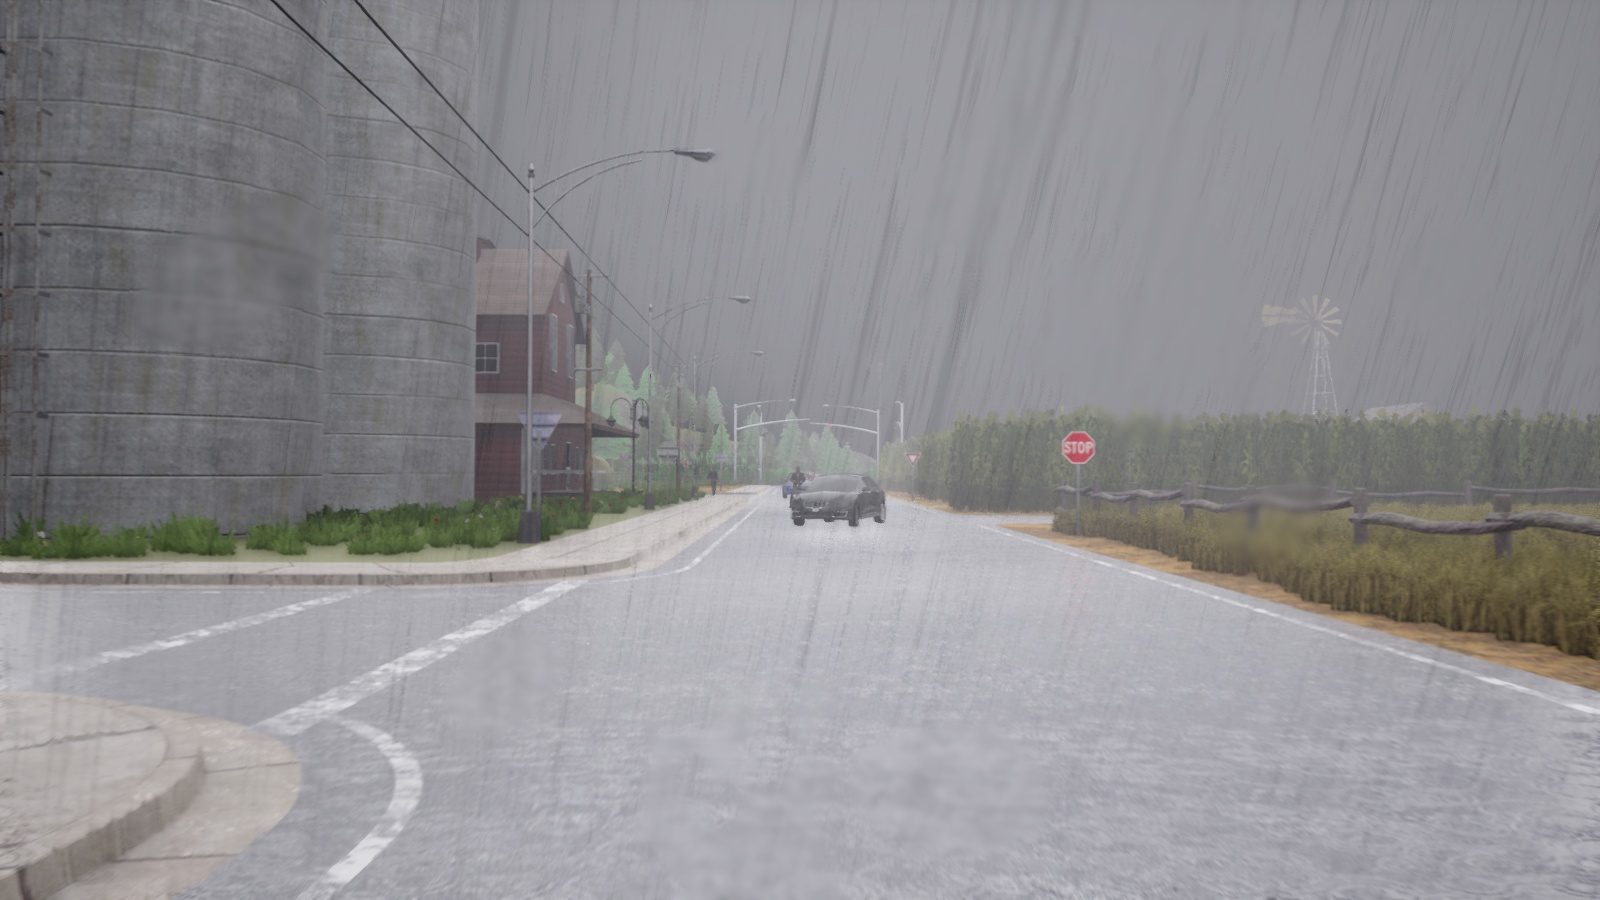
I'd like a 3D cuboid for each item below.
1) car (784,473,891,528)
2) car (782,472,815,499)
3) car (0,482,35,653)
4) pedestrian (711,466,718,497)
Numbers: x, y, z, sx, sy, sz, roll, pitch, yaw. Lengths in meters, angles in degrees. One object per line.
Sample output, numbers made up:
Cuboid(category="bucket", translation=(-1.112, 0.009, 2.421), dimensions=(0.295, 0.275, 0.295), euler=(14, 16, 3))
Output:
Cuboid(category="car", translation=(1.182, 1.429, 36.714), dimensions=(1.837, 1.490, 4.892), euler=(-1, -1, 18))
Cuboid(category="car", translation=(-0.079, 2.012, 71.348), dimensions=(1.816, 1.474, 4.193), euler=(0, -1, 0))
Cuboid(category="car", translation=(-8.882, 1.043, 10.668), dimensions=(3.633, 1.501, 1.845), euler=(0, -1, -1))
Cuboid(category="pedestrian", translation=(-5.173, 1.881, 75.877), dimensions=(0.376, 1.854, 0.720), euler=(0, -1, -3))
